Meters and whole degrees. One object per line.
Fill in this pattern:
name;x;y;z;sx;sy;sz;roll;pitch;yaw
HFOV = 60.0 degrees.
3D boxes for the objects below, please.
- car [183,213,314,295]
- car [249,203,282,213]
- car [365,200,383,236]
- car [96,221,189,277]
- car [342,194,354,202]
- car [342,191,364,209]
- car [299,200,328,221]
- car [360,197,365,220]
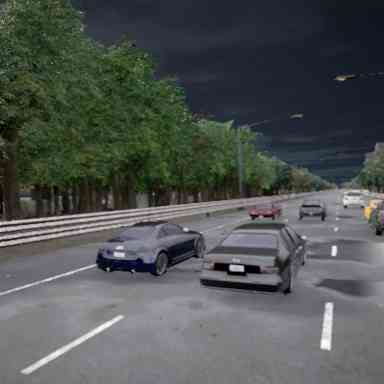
car;1.898;1.534;8.854;2.033;1.411;5.357;-1;0;24
car;6.067;1.553;26.917;1.895;1.301;4.718;-1;0;24
car;10.382;1.174;17.045;2.097;1.767;4.553;-1;0;24
car;-1.119;1.624;10.684;1.994;1.385;4.181;-1;0;24
car;29.645;1.137;63.153;1.895;1.301;4.718;-1;0;24
car;19.546;0.918;40.350;2.150;2.045;5.566;-1;0;24
car;9.555;1.363;26.164;2.128;1.511;4.902;-1;0;24
car;12.826;1.264;22.558;1.882;1.535;5.008;-1;0;24
